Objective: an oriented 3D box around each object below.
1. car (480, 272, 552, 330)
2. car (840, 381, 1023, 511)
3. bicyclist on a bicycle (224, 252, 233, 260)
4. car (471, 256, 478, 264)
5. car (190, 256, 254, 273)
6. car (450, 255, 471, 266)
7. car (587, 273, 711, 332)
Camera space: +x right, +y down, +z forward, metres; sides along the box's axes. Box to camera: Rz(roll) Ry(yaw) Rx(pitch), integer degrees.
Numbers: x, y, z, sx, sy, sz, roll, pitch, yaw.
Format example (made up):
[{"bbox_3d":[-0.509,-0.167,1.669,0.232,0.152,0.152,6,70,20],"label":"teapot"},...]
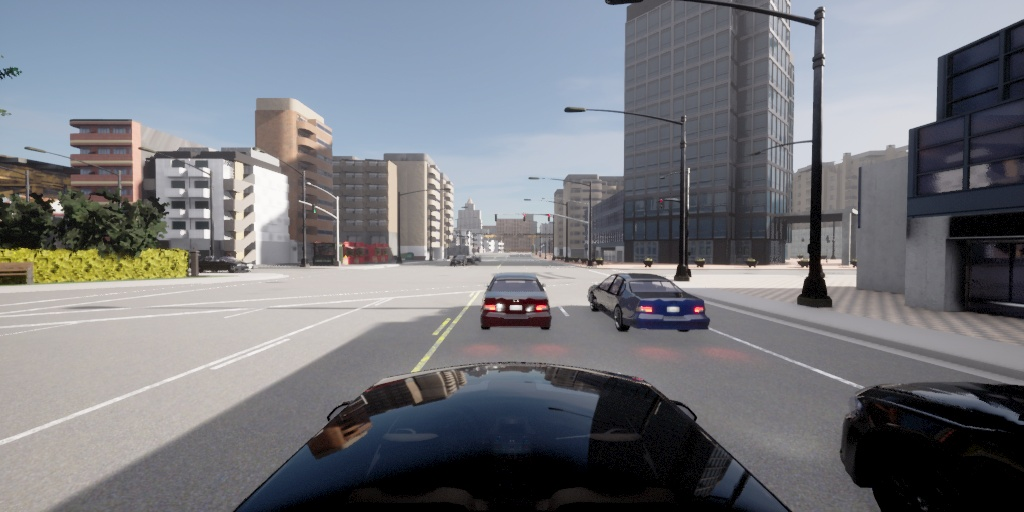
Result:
[{"bbox_3d":[0.091,1.195,10.728,2.033,1.411,5.357,0,1,0],"label":"car"},{"bbox_3d":[3.605,1.254,0.908,2.128,1.511,4.902,0,0,0],"label":"car"},{"bbox_3d":[-30.801,0.393,39.049,0.582,1.620,1.656,0,1,0],"label":"bicyclist on a bicycle"},{"bbox_3d":[-7.098,0.611,58.145,1.895,1.301,4.718,0,0,0],"label":"car"},{"bbox_3d":[-25.446,0.736,31.538,4.902,1.511,2.128,0,1,0],"label":"car"},{"bbox_3d":[-7.101,0.588,48.060,1.837,1.490,4.892,0,0,0],"label":"car"},{"bbox_3d":[3.608,1.208,10.544,2.033,1.411,5.357,0,1,0],"label":"car"}]
